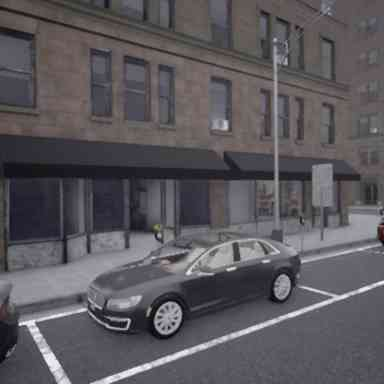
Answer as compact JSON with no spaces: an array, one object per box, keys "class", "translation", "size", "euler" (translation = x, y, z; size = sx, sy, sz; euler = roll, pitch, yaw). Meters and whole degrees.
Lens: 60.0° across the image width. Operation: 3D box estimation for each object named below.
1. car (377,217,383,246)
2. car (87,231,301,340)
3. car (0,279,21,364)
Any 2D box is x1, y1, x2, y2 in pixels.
[{"class":"car","translation":[9.086,1.097,12.629],"size":[5.009,1.841,2.192],"euler":[-1,1,-35]},{"class":"car","translation":[0.262,1.494,6.366],"size":[4.403,1.369,2.008],"euler":[-1,1,-35]},{"class":"car","translation":[-4.151,1.574,3.233],"size":[4.403,1.369,2.008],"euler":[-1,1,-35]}]
